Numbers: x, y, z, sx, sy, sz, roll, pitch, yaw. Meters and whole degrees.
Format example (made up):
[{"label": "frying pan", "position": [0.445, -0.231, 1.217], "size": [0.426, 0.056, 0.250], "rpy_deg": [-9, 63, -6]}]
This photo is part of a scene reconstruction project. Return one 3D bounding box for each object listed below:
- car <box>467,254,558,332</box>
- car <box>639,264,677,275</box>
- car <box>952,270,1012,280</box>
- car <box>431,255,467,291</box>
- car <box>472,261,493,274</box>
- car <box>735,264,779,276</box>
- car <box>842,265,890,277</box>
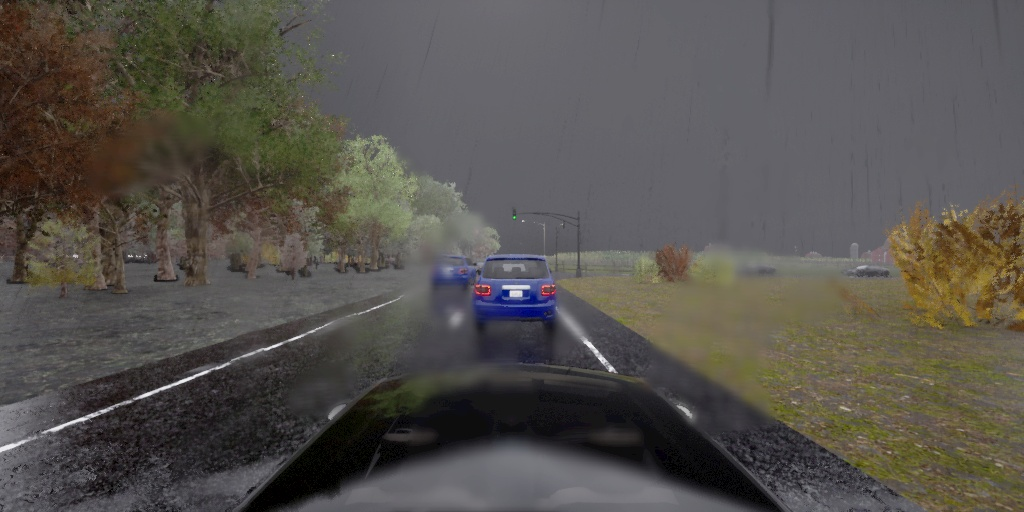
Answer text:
[{"label": "car", "position": [0.090, 0.974, 11.054], "size": [2.150, 2.045, 5.566], "rpy_deg": [0, 0, 0]}, {"label": "car", "position": [17.656, 1.526, 43.058], "size": [4.674, 1.442, 1.812], "rpy_deg": [1, -1, 1]}, {"label": "car", "position": [50.983, 1.851, 39.284], "size": [5.357, 1.411, 2.033], "rpy_deg": [1, -1, 1]}, {"label": "car", "position": [-3.420, 0.977, 21.879], "size": [2.150, 2.045, 5.566], "rpy_deg": [0, 0, 0]}, {"label": "car", "position": [-3.445, 1.304, 42.847], "size": [2.033, 1.411, 5.357], "rpy_deg": [0, 0, 0]}, {"label": "car", "position": [29.293, 1.653, 42.981], "size": [4.674, 1.442, 1.812], "rpy_deg": [1, -1, 0]}, {"label": "car", "position": [42.354, 1.796, 42.927], "size": [4.674, 1.442, 1.812], "rpy_deg": [1, -1, 1]}]
